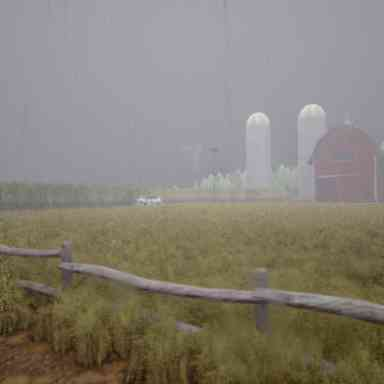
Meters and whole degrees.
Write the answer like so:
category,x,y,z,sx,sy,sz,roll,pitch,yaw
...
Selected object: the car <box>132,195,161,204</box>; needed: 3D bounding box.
category,x,y,z,sx,sy,sz,roll,pitch,yaw
car,-7.598,1.562,56.380,2.150,2.045,5.566,-1,-1,36
